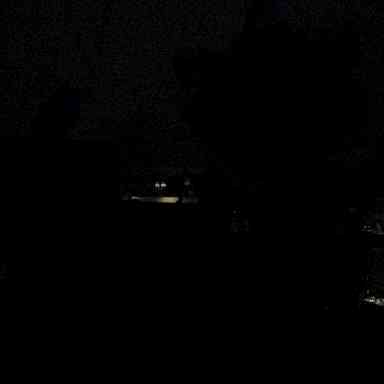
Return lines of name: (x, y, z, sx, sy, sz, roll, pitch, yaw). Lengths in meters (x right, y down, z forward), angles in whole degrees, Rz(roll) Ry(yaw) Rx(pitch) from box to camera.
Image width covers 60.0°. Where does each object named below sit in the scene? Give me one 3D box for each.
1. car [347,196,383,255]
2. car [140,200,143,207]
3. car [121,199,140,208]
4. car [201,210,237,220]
car: (7.598, 1.225, 13.357, 2.150, 2.045, 5.566, 2, 1, 21)
car: (-9.355, 1.846, 53.908, 1.837, 1.490, 4.892, -1, 0, -28)
car: (-9.714, 1.861, 48.699, 1.812, 1.442, 4.674, -1, 0, -29)
car: (1.847, 1.779, 29.514, 1.895, 1.301, 4.718, -1, 0, -33)
